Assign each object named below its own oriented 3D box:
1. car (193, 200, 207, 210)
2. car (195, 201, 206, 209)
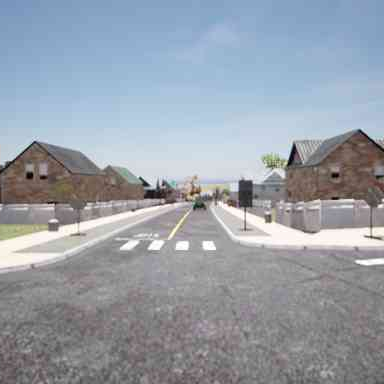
[{"bbox_3d":[1.240,2.003,53.329,2.097,1.767,4.553,0,-1,2],"label":"car"},{"bbox_3d":[1.678,2.354,63.357,2.033,1.411,5.357,0,-1,3],"label":"car"}]
